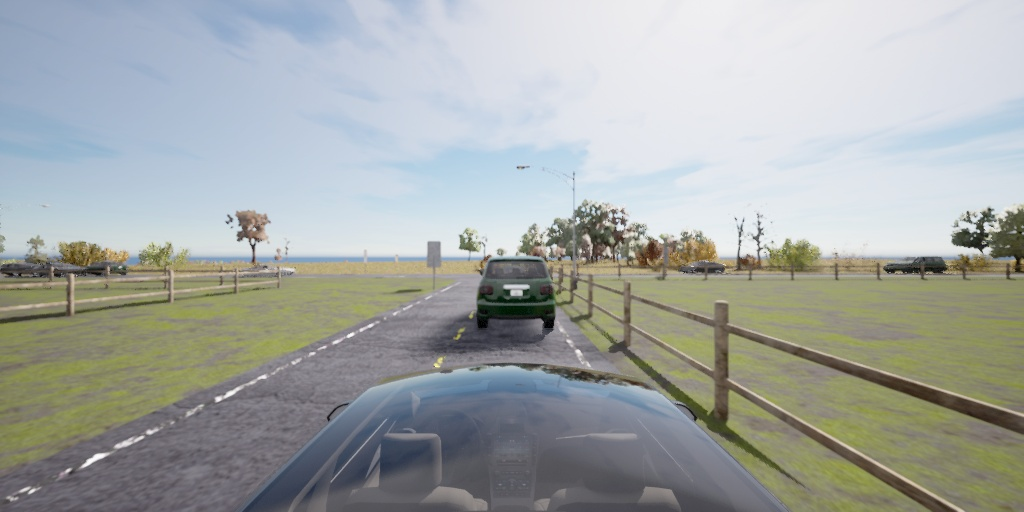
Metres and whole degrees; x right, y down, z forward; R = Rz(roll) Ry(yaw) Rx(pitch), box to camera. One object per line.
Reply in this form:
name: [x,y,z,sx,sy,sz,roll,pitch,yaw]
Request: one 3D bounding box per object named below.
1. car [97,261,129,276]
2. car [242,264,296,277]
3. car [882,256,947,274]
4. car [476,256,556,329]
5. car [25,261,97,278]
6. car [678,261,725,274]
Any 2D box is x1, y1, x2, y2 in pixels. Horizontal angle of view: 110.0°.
car: [-47.160,1.377,41.248,4.553,1.767,2.097,0,0,1]
car: [-25.753,1.553,38.178,4.718,1.301,1.895,0,0,0]
car: [45.428,1.040,40.501,5.566,2.045,2.150,0,0,1]
car: [0.099,1.010,11.591,2.150,2.045,5.566,0,0,0]
car: [-48.263,1.526,38.420,4.892,1.490,1.837,-1,0,1]
car: [21.448,1.346,40.756,4.892,1.490,1.837,0,0,0]
